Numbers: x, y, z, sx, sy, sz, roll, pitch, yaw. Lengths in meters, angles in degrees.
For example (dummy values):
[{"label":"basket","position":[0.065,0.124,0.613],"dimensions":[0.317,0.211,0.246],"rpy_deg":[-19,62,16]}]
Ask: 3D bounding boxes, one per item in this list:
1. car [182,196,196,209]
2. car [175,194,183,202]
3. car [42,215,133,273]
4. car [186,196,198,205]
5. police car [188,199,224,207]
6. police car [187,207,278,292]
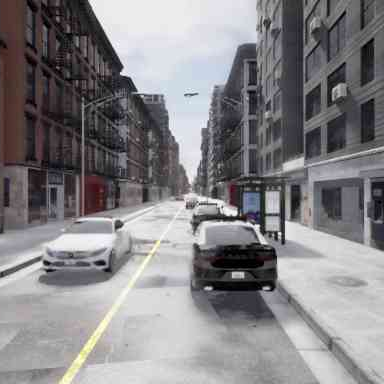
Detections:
[{"label":"car","position":[0.049,1.562,45.707],"dimensions":[2.033,1.411,5.357],"rpy_deg":[0,0,0]},{"label":"car","position":[-2.939,1.359,79.938],"dimensions":[2.097,1.767,4.553],"rpy_deg":[0,0,0]},{"label":"car","position":[-3.092,1.528,10.784],"dimensions":[1.812,1.442,4.674],"rpy_deg":[0,0,0]},{"label":"car","position":[0.045,1.506,59.197],"dimensions":[2.128,1.511,4.902],"rpy_deg":[0,0,0]},{"label":"police car","position":[0.914,1.431,19.111],"dimensions":[1.930,1.638,5.238],"rpy_deg":[0,0,0]},{"label":"police car","position":[0.906,1.427,9.111],"dimensions":[1.930,1.638,5.238],"rpy_deg":[0,0,0]}]
